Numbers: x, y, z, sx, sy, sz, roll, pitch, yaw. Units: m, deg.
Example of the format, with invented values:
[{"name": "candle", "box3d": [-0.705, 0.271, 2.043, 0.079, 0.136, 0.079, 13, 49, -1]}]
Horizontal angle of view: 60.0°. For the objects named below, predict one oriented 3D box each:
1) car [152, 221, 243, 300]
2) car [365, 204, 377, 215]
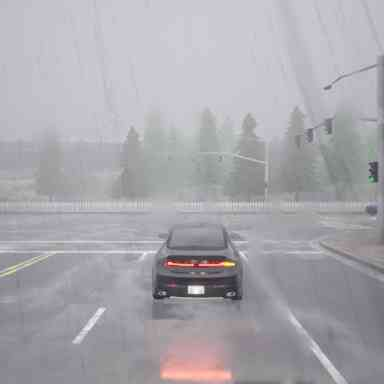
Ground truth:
[{"name": "car", "box3d": [0.171, 1.505, 8.374, 1.837, 1.490, 4.892, 0, 0, 2]}, {"name": "car", "box3d": [18.733, 1.422, 30.750, 5.008, 1.535, 1.882, 0, 0, 1]}]
